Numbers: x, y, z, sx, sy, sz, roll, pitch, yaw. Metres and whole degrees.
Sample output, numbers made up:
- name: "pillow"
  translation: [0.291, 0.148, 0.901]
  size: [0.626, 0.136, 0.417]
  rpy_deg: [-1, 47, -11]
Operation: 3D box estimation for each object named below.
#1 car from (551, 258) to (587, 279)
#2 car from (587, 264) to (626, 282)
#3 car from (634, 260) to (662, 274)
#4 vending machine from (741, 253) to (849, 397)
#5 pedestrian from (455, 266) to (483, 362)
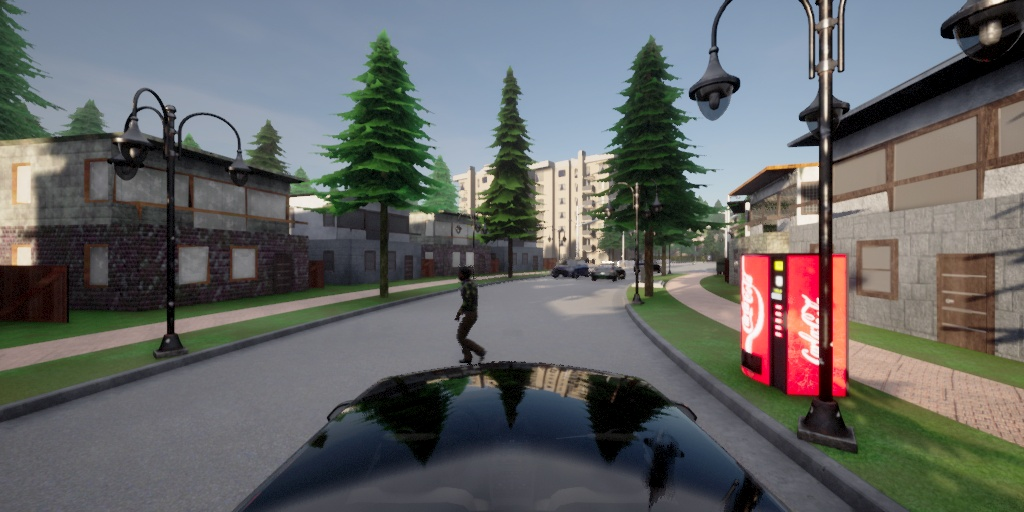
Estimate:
- name: "car"
  translation: [5.241, 1.099, 31.971]
  size: [2.097, 1.767, 4.553]
  rpy_deg: [0, 0, 31]
- name: "car"
  translation: [7.966, 1.310, 29.312]
  size: [1.994, 1.385, 4.181]
  rpy_deg: [0, 0, 30]
- name: "car"
  translation: [15.323, 1.238, 40.344]
  size: [2.128, 1.511, 4.902]
  rpy_deg: [0, 0, 39]
- name: "vending machine"
  translation: [4.076, 0.945, 5.279]
  size: [1.100, 2.100, 0.880]
  rpy_deg: [0, 0, 6]
- name: "pedestrian"
  translation: [-0.790, 1.043, 6.555]
  size: [0.375, 1.860, 0.375]
  rpy_deg: [0, 0, 6]
